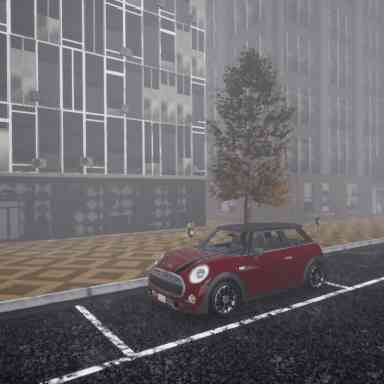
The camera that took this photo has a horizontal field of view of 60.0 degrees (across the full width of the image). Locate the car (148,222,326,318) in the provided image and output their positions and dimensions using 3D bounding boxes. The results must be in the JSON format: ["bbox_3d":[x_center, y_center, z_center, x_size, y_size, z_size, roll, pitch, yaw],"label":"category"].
[{"bbox_3d":[1.059,1.439,7.323,4.097,1.590,1.967,0,-1,-35],"label":"car"}]
